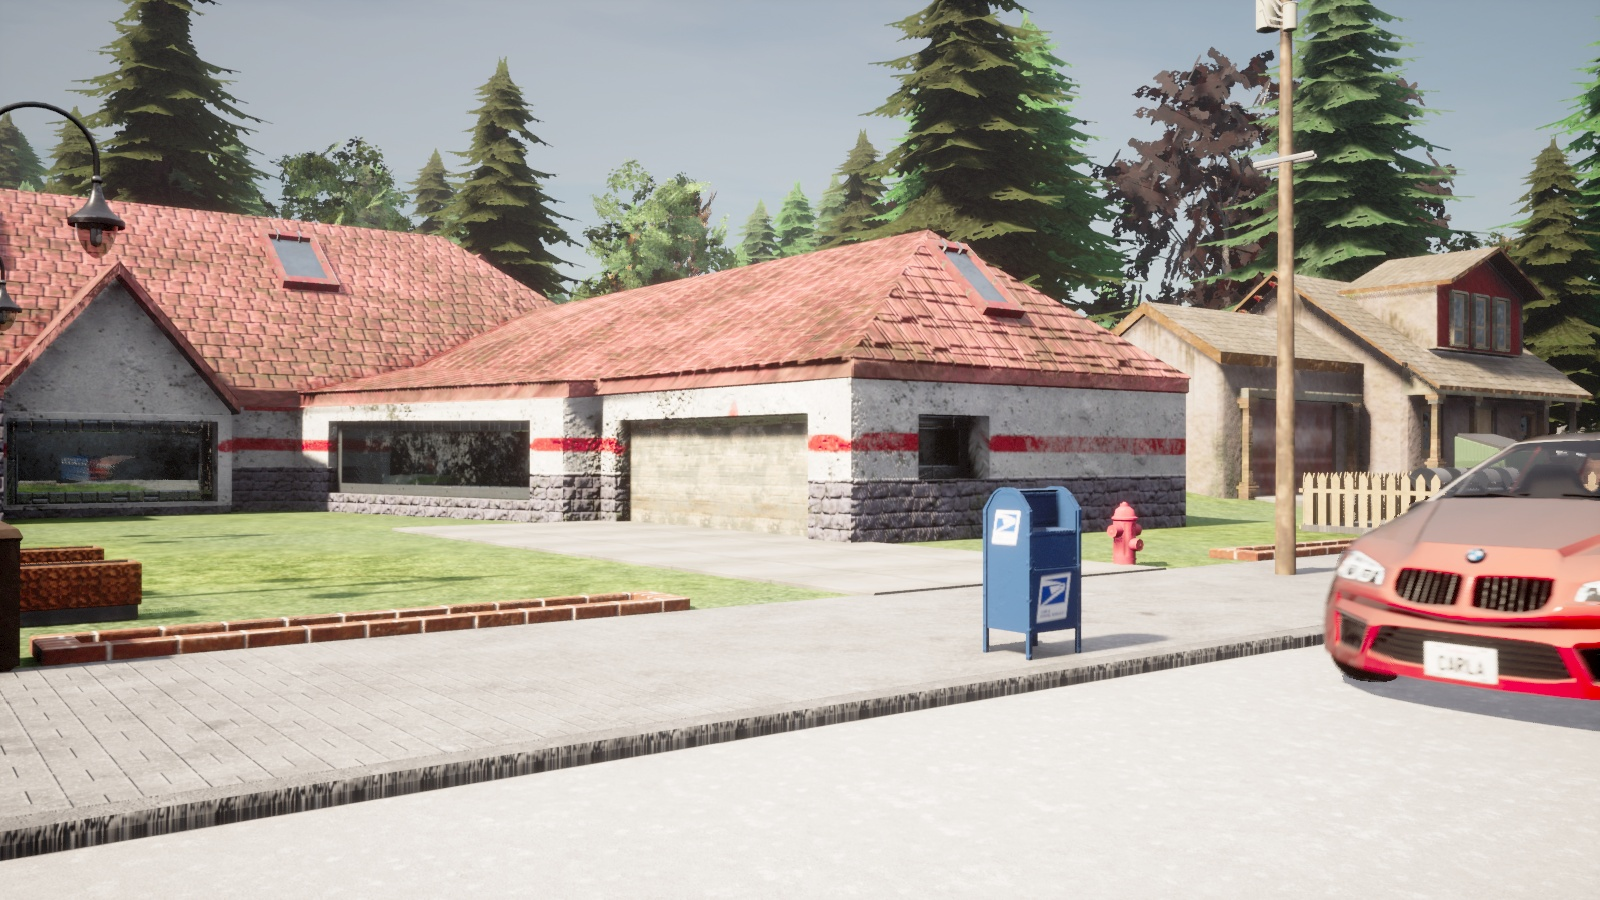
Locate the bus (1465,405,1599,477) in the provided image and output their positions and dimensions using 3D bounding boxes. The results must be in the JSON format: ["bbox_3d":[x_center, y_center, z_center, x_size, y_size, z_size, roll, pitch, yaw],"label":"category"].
[{"bbox_3d":[47.497,-0.542,77.922,3.944,4.253,10.273,0,0,-37],"label":"bus"}]

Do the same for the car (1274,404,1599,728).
[{"bbox_3d":[5.509,0.598,8.423,4.611,1.667,2.242,0,0,-37],"label":"car"}]
